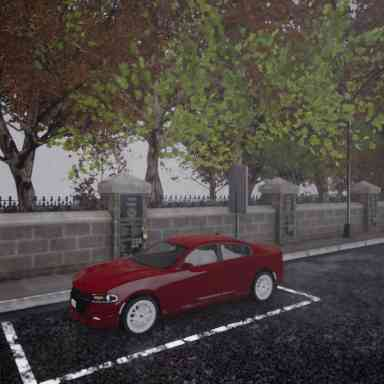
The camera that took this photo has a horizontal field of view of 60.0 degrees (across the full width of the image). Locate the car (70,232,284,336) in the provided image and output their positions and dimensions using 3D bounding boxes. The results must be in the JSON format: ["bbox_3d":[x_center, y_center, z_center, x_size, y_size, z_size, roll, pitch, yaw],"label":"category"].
[{"bbox_3d":[-0.077,1.545,6.663,4.507,1.381,1.887,0,0,-36],"label":"car"}]
